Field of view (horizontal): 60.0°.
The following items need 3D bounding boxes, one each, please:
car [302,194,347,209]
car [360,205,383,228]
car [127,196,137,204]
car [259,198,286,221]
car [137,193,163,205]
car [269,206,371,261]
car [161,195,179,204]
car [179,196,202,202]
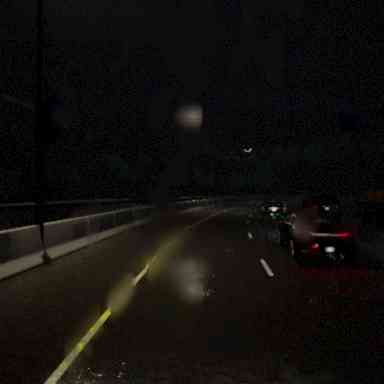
[{"bbox_3d":[9.722,1.205,25.254,2.150,2.045,5.566,0,0,11],"label":"car"},{"bbox_3d":[12.675,1.540,22.114,2.033,1.411,5.357,0,0,10],"label":"car"},{"bbox_3d":[-9.806,1.393,59.322,1.837,1.490,4.892,0,0,21],"label":"car"},{"bbox_3d":[6.417,1.324,26.447,2.097,1.767,4.553,0,0,11],"label":"car"},{"bbox_3d":[-6.697,1.119,57.700,2.150,2.045,5.566,0,0,21],"label":"car"},{"bbox_3d":[4.328,1.481,12.200,2.128,1.511,4.902,0,0,6],"label":"car"},{"bbox_3d":[-3.082,1.507,57.324,1.895,1.301,4.718,0,0,21],"label":"car"},{"bbox_3d":[0.140,1.462,55.986,2.033,1.411,5.357,0,0,21],"label":"car"}]
